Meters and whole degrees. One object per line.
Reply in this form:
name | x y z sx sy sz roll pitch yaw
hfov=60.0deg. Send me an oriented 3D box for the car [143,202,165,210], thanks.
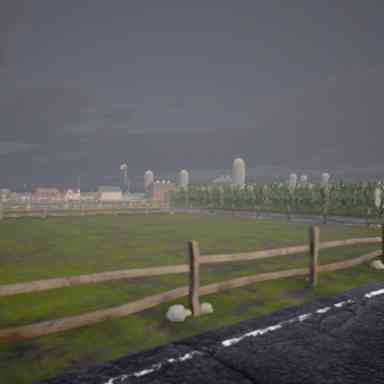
car | -6.472 2.283 56.500 1.895 1.301 4.718 0 -1 -35
